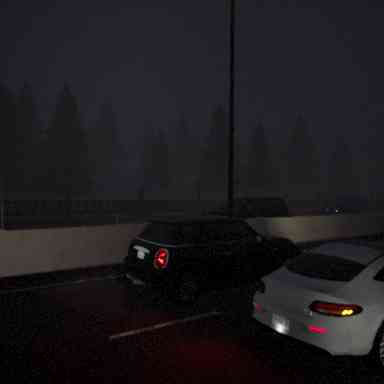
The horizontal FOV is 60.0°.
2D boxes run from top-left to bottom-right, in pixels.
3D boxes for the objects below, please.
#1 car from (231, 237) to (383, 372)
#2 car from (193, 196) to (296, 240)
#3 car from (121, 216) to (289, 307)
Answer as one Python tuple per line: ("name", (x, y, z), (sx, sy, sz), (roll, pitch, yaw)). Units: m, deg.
("car", (3.090, 1.566, 5.661), (4.674, 1.442, 1.812), (1, 0, -34))
("car", (2.988, 1.287, 18.399), (5.566, 2.045, 2.150), (1, 0, -33))
("car", (0.677, 1.373, 8.239), (4.553, 1.767, 2.097), (1, 0, -34))
